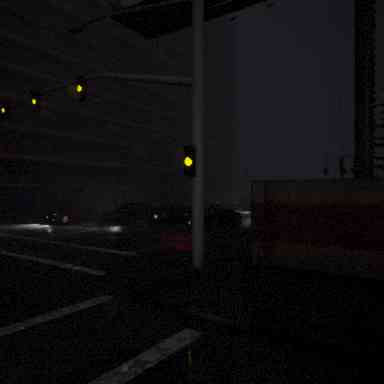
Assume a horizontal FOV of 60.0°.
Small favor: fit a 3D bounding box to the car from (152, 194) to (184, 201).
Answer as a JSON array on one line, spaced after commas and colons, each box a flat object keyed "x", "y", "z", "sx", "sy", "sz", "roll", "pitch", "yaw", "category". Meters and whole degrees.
[{"x": -2.810, "y": 1.222, "z": 33.177, "sx": 2.150, "sy": 2.045, "sz": 5.566, "roll": 0, "pitch": 0, "yaw": 35, "category": "car"}]

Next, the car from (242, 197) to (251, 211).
[{"x": 7.106, "y": 1.352, "z": 41.121, "sx": 2.097, "sy": 1.767, "sz": 4.553, "roll": 0, "pitch": 0, "yaw": 36, "category": "car"}]

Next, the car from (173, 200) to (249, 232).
[{"x": 1.315, "y": 1.491, "z": 20.460, "sx": 2.128, "sy": 1.511, "sz": 4.902, "roll": 0, "pitch": 0, "yaw": 35, "category": "car"}]

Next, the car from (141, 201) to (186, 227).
[{"x": -1.164, "y": 1.564, "z": 23.018, "sx": 1.994, "sy": 1.385, "sz": 4.181, "roll": 0, "pitch": 0, "yaw": 35, "category": "car"}]

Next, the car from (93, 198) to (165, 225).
[{"x": -4.517, "y": 1.478, "z": 24.685, "sx": 1.882, "sy": 1.535, "sz": 5.008, "roll": 0, "pitch": 0, "yaw": 35, "category": "car"}]

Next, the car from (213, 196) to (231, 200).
[{"x": 3.394, "y": 1.352, "z": 41.974, "sx": 2.097, "sy": 1.767, "sz": 4.553, "roll": 0, "pitch": 0, "yaw": 34, "category": "car"}]

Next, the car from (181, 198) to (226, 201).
[{"x": 1.190, "y": 1.564, "z": 32.785, "sx": 1.994, "sy": 1.385, "sz": 4.181, "roll": 0, "pitch": 0, "yaw": 34, "category": "car"}]

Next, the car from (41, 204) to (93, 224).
[{"x": -8.865, "y": 1.564, "z": 24.596, "sx": 1.994, "sy": 1.385, "sz": 4.181, "roll": 0, "pitch": 0, "yaw": 35, "category": "car"}]
